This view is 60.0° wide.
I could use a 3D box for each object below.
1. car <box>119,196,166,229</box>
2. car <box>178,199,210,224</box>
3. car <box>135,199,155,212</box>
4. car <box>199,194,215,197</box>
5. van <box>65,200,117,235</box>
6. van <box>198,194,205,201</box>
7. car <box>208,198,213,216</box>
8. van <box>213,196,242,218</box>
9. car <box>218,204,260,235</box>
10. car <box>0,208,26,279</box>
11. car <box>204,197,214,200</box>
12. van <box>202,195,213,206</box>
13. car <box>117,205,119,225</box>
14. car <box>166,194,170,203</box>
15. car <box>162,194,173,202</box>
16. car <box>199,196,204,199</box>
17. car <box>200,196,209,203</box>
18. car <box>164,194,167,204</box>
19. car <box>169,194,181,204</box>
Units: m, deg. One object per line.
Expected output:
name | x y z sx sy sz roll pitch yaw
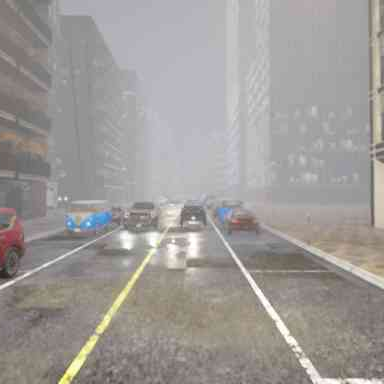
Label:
car | -3.112 1.368 21.787 2.097 1.767 4.553 0 0 0
car | 0.085 1.521 24.632 1.837 1.490 4.892 0 -1 0
car | -5.668 1.612 40.672 1.802 1.307 4.206 1 0 0
car | 2.678 1.352 51.316 2.192 1.841 5.009 1 0 0
van | -5.650 1.355 18.485 1.690 1.788 3.998 1 0 0
van | 2.654 1.407 89.872 1.690 1.788 3.998 1 0 0
car | 2.687 1.567 29.686 1.887 1.381 4.507 1 0 0
van | 2.694 1.359 24.138 1.690 1.788 3.998 1 0 0
car | 2.693 1.596 18.590 1.802 1.307 4.206 1 0 0
car | -5.642 1.321 7.392 2.192 1.841 5.009 1 0 0
car | 2.679 1.612 40.781 1.802 1.307 4.206 1 0 0
van | 2.674 1.383 56.824 1.690 1.788 3.998 1 0 0
car | -5.658 1.600 24.032 1.802 1.307 4.206 1 0 0
car | -5.713 1.570 62.130 1.752 1.417 4.829 1 0 0
car | -5.719 1.372 78.833 2.192 1.841 5.009 1 0 0
car | 0.074 1.579 42.790 2.033 1.411 5.357 0 0 0
car | 2.659 1.636 73.348 1.802 1.307 4.206 1 0 0
car | -5.709 1.566 56.618 1.752 1.417 4.829 1 0 0
car | -3.056 1.593 62.765 2.033 1.411 5.357 0 0 0
